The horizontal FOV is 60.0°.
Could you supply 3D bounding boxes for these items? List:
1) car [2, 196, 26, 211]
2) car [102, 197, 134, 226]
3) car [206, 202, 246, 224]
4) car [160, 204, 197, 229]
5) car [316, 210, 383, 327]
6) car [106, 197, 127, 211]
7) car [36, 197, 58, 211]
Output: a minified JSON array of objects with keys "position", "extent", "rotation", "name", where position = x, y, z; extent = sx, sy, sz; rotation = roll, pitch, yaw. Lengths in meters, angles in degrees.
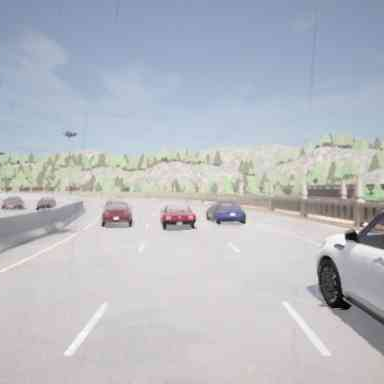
[{"position":[-19.717,1.223,36.907],"extent":[1.812,1.442,4.674],"rotation":[0,1,-20],"name":"car"},{"position":[-4.723,1.324,21.435],"extent":[1.812,1.442,4.674],"rotation":[0,1,-9],"name":"car"},{"position":[2.188,1.326,22.356],"extent":[1.994,1.385,4.181],"rotation":[0,1,-9],"name":"car"},{"position":[-0.971,1.397,20.221],"extent":[1.895,1.301,4.718],"rotation":[0,1,-8],"name":"car"},{"position":[3.621,1.161,4.479],"extent":[2.150,2.045,5.566],"rotation":[0,1,0],"name":"car"},{"position":[-8.444,1.255,36.903],"extent":[1.895,1.301,4.718],"rotation":[0,1,-18],"name":"car"},{"position":[-15.791,1.234,36.448],"extent":[2.033,1.411,5.357],"rotation":[0,1,-19],"name":"car"}]
